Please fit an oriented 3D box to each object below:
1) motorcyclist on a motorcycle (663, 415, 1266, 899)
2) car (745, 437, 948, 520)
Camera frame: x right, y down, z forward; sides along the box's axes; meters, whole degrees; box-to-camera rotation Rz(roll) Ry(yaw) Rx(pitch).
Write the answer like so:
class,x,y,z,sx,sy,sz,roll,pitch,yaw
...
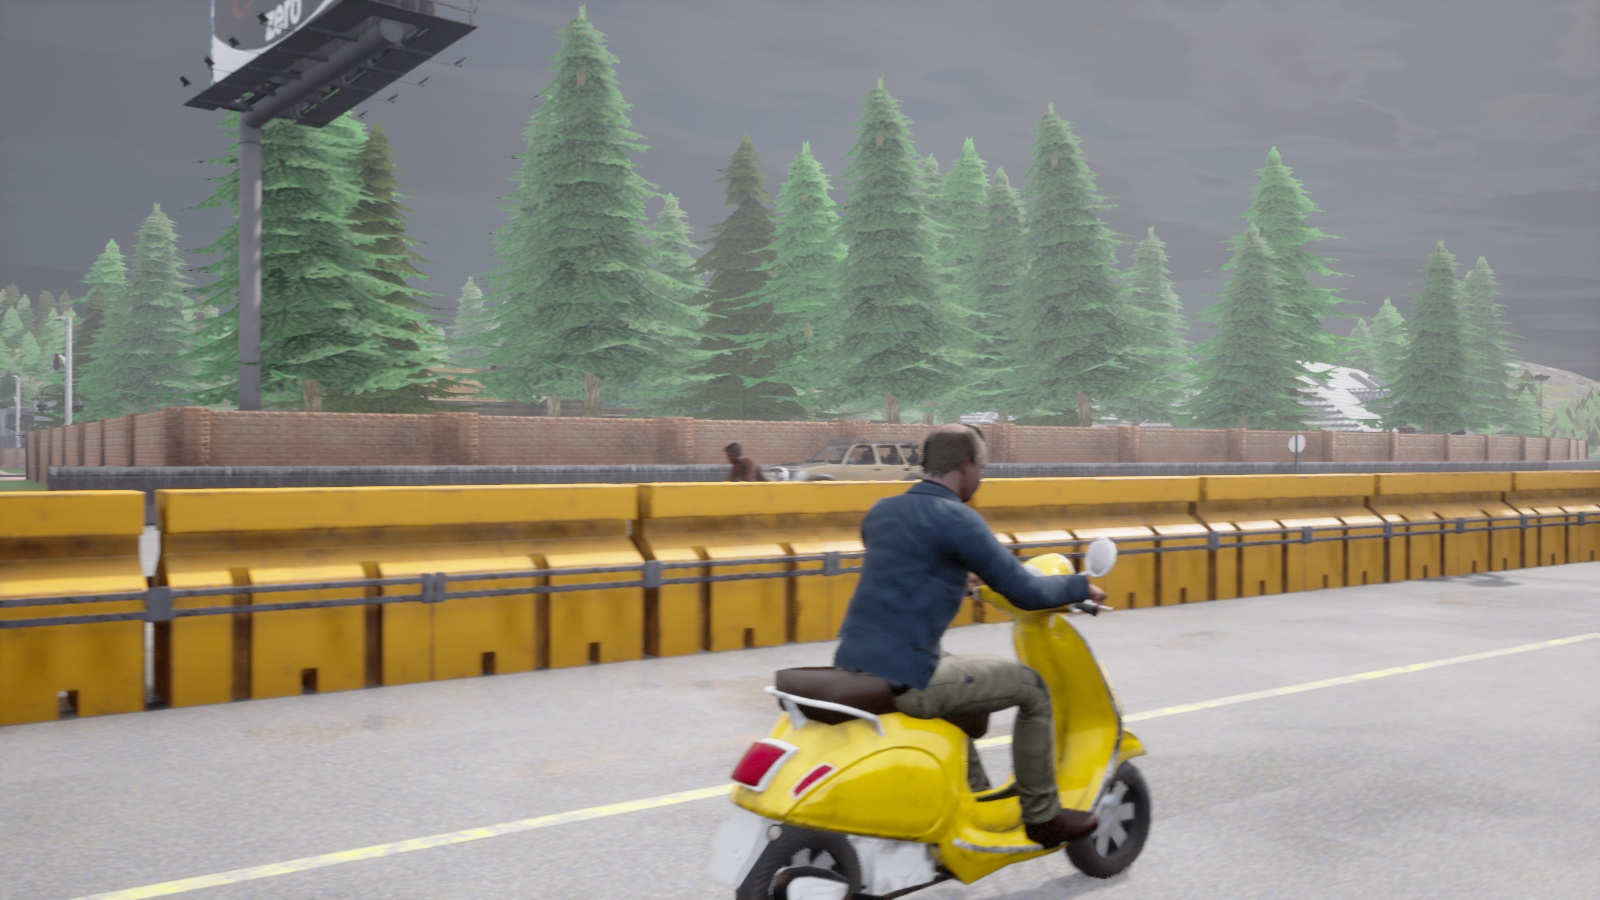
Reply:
class,x,y,z,sx,sy,sz,roll,pitch,yaw
motorcyclist on a motorcycle,0.570,0.707,4.056,1.817,1.590,0.866,0,0,-35
car,1.146,0.633,30.038,4.605,1.855,1.932,0,0,-35
